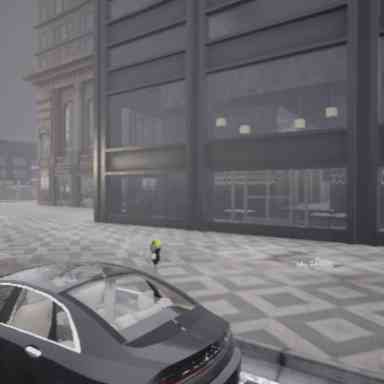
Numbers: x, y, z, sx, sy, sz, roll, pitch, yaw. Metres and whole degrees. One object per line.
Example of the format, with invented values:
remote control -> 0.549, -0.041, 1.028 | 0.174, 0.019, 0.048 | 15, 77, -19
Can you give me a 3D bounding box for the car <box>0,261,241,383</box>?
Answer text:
car -> -1.600, 1.519, 3.907 | 4.403, 1.369, 2.008 | 0, 1, 34
